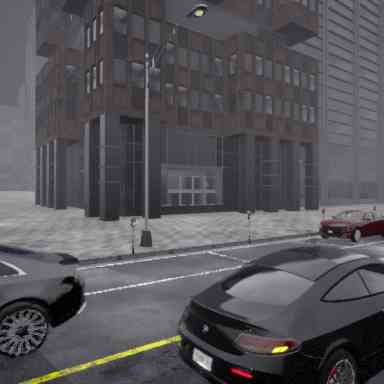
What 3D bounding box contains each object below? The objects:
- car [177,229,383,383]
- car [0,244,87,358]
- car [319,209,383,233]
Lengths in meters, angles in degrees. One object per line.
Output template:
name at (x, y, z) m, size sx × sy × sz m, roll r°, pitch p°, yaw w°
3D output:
car at (1.977, 1.526, 4.719) m, size 4.674 × 1.442 × 1.812 m, roll 0°, pitch 0°, yaw -35°
car at (-3.950, 1.491, 4.424) m, size 4.902 × 1.511 × 2.128 m, roll 0°, pitch 0°, yaw -35°
car at (8.040, 1.546, 16.247) m, size 4.507 × 1.381 × 1.887 m, roll 0°, pitch 0°, yaw -35°
